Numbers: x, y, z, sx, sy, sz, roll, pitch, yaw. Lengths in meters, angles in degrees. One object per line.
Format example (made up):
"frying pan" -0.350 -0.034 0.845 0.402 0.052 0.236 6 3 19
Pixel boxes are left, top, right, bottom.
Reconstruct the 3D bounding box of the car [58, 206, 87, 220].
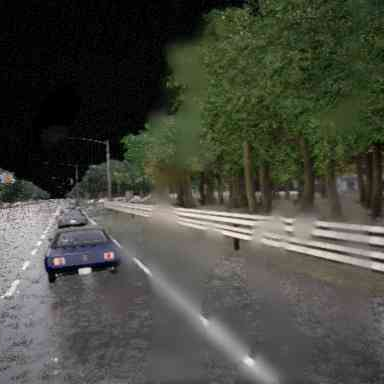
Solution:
"car" -8.555 1.950 23.841 1.994 1.385 4.181 -3 0 -21

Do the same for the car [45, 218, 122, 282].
"car" -3.513 1.757 10.543 1.895 1.301 4.718 -3 0 -21

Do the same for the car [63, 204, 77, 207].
"car" -13.833 2.121 37.762 2.128 1.511 4.902 -3 0 -21
